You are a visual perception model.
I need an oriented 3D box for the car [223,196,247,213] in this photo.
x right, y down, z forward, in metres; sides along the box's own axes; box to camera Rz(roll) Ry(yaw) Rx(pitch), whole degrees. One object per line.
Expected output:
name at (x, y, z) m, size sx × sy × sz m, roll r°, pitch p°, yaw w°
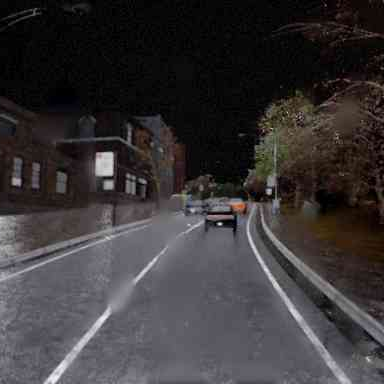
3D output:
car at (5.142, 1.426, 37.989) m, size 2.097 × 1.767 × 4.553 m, roll -1°, pitch 0°, yaw 11°

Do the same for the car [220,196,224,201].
car at (7.233, 1.656, 74.303) m, size 1.994 × 1.385 × 4.181 m, roll 0°, pitch 0°, yaw 2°

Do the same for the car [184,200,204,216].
car at (0.529, 1.617, 33.851) m, size 2.128 × 1.511 × 4.902 m, roll -1°, pitch 0°, yaw 11°

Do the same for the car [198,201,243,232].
car at (1.878, 1.533, 20.561) m, size 2.128 × 1.511 × 4.902 m, roll -1°, pitch 0°, yaw 9°
